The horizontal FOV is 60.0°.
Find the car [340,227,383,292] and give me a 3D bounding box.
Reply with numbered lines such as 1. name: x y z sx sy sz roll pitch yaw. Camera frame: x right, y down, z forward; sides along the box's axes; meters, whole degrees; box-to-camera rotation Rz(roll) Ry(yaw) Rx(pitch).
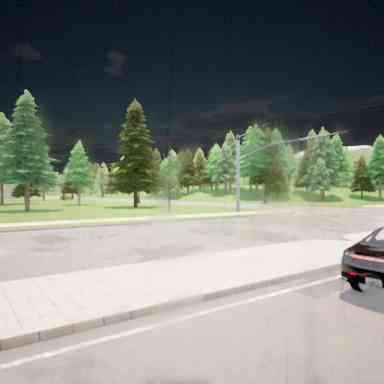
1. car: 5.407 1.488 7.663 4.902 1.511 2.128 0 0 -35
